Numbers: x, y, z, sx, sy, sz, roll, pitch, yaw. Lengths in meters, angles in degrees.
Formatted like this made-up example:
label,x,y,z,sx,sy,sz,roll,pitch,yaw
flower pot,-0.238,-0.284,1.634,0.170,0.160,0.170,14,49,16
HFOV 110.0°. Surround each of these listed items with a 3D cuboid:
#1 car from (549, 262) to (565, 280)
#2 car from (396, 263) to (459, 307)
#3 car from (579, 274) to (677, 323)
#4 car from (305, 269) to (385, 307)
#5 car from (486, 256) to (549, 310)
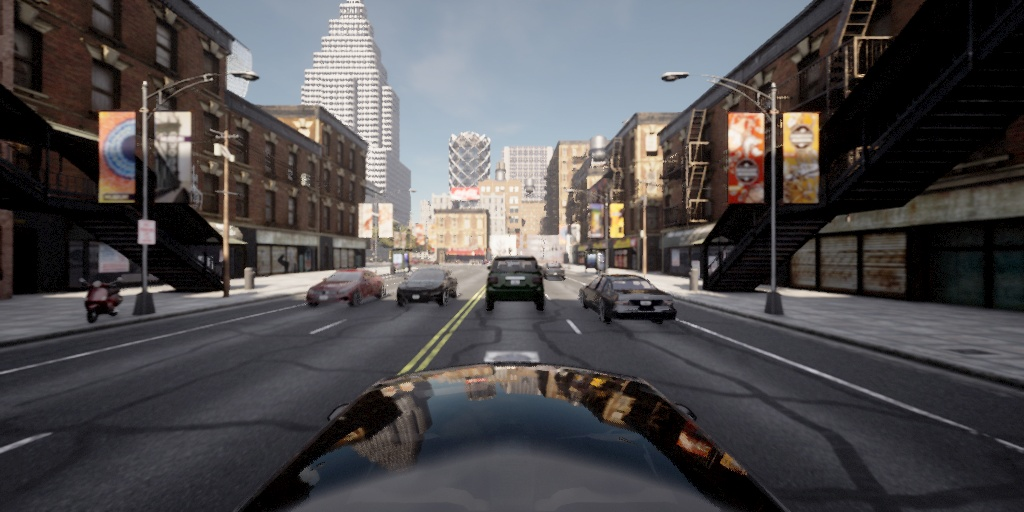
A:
label,x,y,z,sx,sy,sz,roll,pitch,yaw
car,3.639,1.318,32.543,2.128,1.511,4.902,0,0,0
car,-3.583,1.261,15.899,1.882,1.535,5.008,0,0,0
car,3.612,1.324,12.175,2.033,1.411,5.357,0,0,0
car,-7.083,1.309,15.816,1.812,1.442,4.674,0,0,0
car,0.117,1.004,14.991,2.150,2.045,5.566,0,0,0
